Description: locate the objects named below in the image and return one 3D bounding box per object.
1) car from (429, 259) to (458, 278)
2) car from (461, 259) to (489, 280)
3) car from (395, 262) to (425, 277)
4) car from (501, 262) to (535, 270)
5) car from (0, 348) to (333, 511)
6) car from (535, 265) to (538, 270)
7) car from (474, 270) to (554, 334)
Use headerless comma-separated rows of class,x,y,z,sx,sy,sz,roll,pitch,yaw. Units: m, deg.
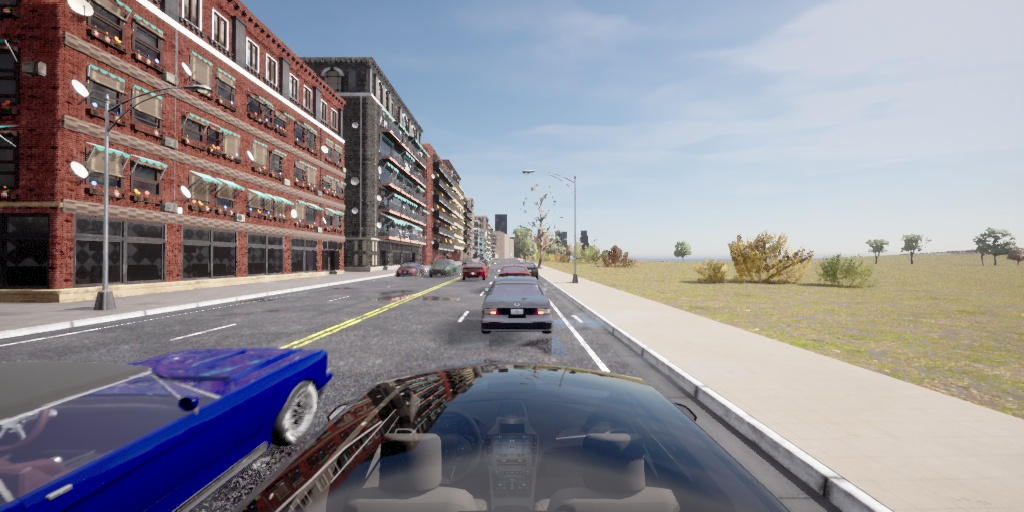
car,-6.518,1.106,34.356,2.097,1.767,4.553,0,0,0
car,-3.076,1.231,30.864,1.882,1.535,5.008,0,0,0
car,-9.768,1.317,34.692,1.994,1.385,4.181,0,0,0
car,0.151,1.231,21.136,1.882,1.535,5.008,0,0,0
car,-3.153,1.351,2.309,1.895,1.301,4.718,0,0,0
car,1.210,1.232,30.573,1.882,1.535,5.008,0,0,0
car,0.121,1.299,10.596,2.033,1.411,5.357,0,0,0
